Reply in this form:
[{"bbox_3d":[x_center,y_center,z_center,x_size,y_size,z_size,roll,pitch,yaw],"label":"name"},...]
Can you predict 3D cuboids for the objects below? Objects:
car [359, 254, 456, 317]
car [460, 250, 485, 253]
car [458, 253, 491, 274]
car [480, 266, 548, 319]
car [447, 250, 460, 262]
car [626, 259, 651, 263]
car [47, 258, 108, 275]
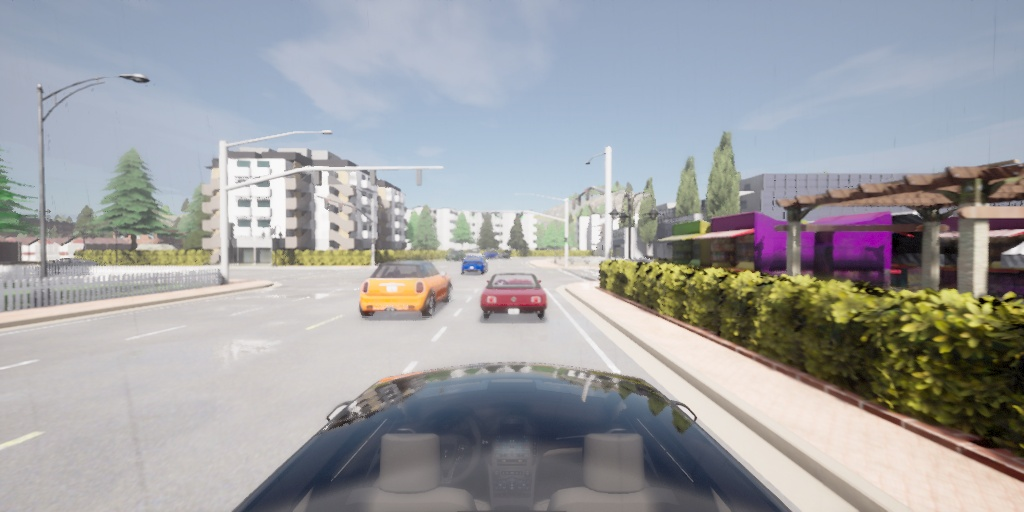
[{"bbox_3d":[-3.440,0.933,12.430,2.097,1.767,4.553,0,1,0],"label":"car"},{"bbox_3d":[-6.796,0.008,62.406,2.150,2.045,5.566,0,1,7],"label":"car"},{"bbox_3d":[-3.211,0.754,31.547,1.882,1.535,5.008,0,1,1],"label":"car"},{"bbox_3d":[0.061,1.187,11.987,1.895,1.301,4.718,0,1,0],"label":"car"},{"bbox_3d":[-10.120,-0.017,64.051,2.150,2.045,5.566,0,1,8],"label":"car"},{"bbox_3d":[9.177,0.898,25.266,4.674,1.442,1.812,0,0,-1],"label":"car"},{"bbox_3d":[-36.193,0.879,29.738,4.181,1.385,1.994,0,1,2],"label":"car"}]
